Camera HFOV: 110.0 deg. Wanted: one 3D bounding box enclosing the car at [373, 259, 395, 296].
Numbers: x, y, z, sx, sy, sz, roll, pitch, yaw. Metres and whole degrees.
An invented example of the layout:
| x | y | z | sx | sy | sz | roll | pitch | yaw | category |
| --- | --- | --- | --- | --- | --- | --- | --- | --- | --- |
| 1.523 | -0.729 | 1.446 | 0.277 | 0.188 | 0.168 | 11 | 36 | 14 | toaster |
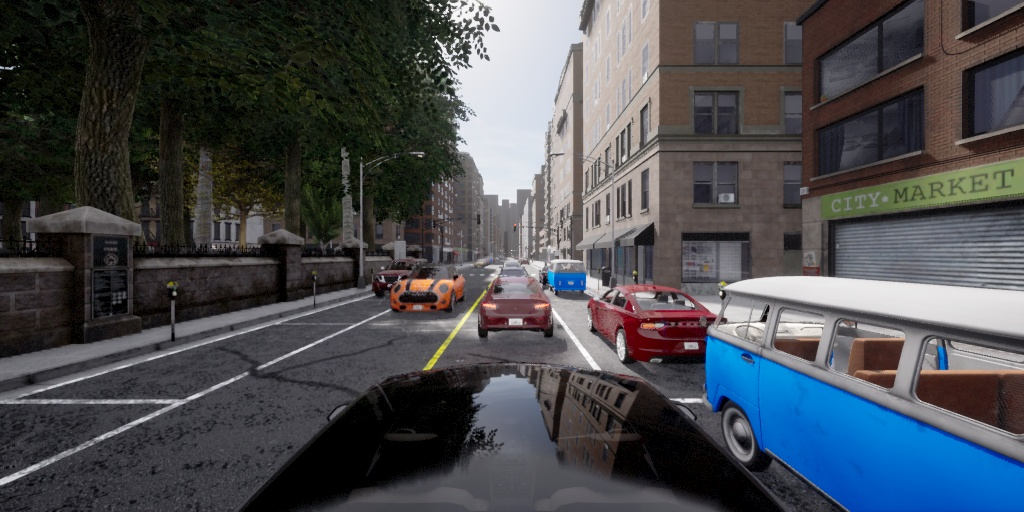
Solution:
| x | y | z | sx | sy | sz | roll | pitch | yaw | category |
| --- | --- | --- | --- | --- | --- | --- | --- | --- | --- |
| -5.667 | 1.060 | 19.218 | 2.192 | 1.841 | 5.009 | 0 | 0 | 0 | car |

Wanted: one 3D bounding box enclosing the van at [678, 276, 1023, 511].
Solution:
| x | y | z | sx | sy | sz | roll | pitch | yaw | category |
| --- | --- | --- | --- | --- | --- | --- | --- | --- | --- |
| 2.857 | 1.091 | 2.275 | 1.690 | 1.789 | 3.998 | 0 | 0 | 0 | van |

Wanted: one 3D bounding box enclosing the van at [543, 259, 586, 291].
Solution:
| x | y | z | sx | sy | sz | roll | pitch | yaw | category |
| --- | --- | --- | --- | --- | --- | --- | --- | --- | --- |
| 2.858 | 1.086 | 19.258 | 1.690 | 1.789 | 3.998 | 0 | 0 | 0 | van |

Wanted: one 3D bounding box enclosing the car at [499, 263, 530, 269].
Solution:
| x | y | z | sx | sy | sz | roll | pitch | yaw | category |
| --- | --- | --- | --- | --- | --- | --- | --- | --- | --- |
| 0.098 | 1.292 | 19.716 | 2.033 | 1.411 | 5.357 | 0 | 0 | 1 | car |

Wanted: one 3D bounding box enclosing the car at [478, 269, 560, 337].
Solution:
| x | y | z | sx | sy | sz | roll | pitch | yaw | category |
| --- | --- | --- | --- | --- | --- | --- | --- | --- | --- |
| 0.096 | 1.275 | 10.138 | 1.812 | 1.442 | 4.674 | 0 | 0 | 0 | car |

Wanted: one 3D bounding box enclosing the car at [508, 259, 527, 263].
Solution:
| x | y | z | sx | sy | sz | roll | pitch | yaw | category |
| --- | --- | --- | --- | --- | --- | --- | --- | --- | --- |
| 0.006 | 1.243 | 29.461 | 1.837 | 1.490 | 4.892 | 0 | 0 | 0 | car |

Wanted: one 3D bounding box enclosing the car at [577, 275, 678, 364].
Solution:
| x | y | z | sx | sy | sz | roll | pitch | yaw | category |
| --- | --- | --- | --- | --- | --- | --- | --- | --- | --- |
| 2.857 | 1.294 | 7.936 | 1.888 | 1.381 | 4.507 | 0 | 0 | 0 | car |

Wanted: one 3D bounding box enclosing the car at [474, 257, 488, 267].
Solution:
| x | y | z | sx | sy | sz | roll | pitch | yaw | category |
| --- | --- | --- | --- | --- | --- | --- | --- | --- | --- |
| -5.663 | 1.230 | 62.737 | 1.751 | 1.417 | 4.829 | 0 | 0 | 0 | car |

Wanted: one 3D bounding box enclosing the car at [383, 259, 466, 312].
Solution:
| x | y | z | sx | sy | sz | roll | pitch | yaw | category |
| --- | --- | --- | --- | --- | --- | --- | --- | --- | --- |
| -3.091 | 1.099 | 14.026 | 2.097 | 1.767 | 4.553 | 0 | 0 | 0 | car |
